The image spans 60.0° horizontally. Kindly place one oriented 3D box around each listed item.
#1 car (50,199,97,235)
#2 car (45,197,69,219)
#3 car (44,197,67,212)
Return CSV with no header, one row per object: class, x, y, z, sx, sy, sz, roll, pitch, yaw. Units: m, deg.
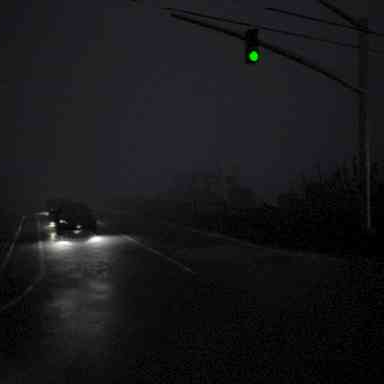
car,-6.270,1.320,17.600,1.812,1.442,4.674,-2,1,-25
car,-10.191,1.215,25.944,1.882,1.535,5.008,-2,1,-25
car,-14.401,1.238,34.966,1.994,1.385,4.181,-2,1,-25
